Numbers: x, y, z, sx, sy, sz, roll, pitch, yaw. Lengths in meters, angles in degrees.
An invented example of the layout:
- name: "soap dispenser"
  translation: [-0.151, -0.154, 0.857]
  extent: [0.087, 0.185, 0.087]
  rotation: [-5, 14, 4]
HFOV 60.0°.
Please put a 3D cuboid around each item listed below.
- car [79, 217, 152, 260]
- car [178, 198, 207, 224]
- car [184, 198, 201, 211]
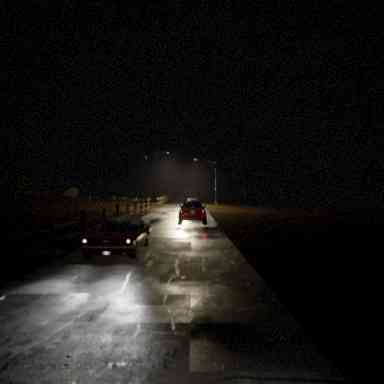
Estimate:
- name: "car"
  translation: [-2.799, 1.709, 13.103]
  extent: [1.895, 1.301, 4.718]
  rotation: [0, 0, 1]
- name: "car"
  translation: [0.056, 1.473, 26.065]
  extent: [2.097, 1.767, 4.553]
  rotation: [0, 0, 0]
- name: "car"
  translation: [0.090, 1.552, 43.246]
  extent: [2.128, 1.511, 4.902]
  rotation: [0, 0, 0]
